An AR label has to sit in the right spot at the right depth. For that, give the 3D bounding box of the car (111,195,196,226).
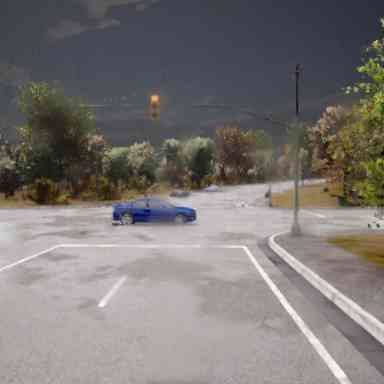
[{"bbox_3d":[-2.244,1.151,19.866,5.008,1.535,1.882,0,1,3],"label":"car"}]

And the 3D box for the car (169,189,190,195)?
[{"bbox_3d":[-2.061,0.259,56.754,2.033,1.411,5.357,0,3,21],"label":"car"}]

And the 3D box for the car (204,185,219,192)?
[{"bbox_3d":[4.206,-0.765,70.771,1.812,1.442,4.674,0,5,27],"label":"car"}]
